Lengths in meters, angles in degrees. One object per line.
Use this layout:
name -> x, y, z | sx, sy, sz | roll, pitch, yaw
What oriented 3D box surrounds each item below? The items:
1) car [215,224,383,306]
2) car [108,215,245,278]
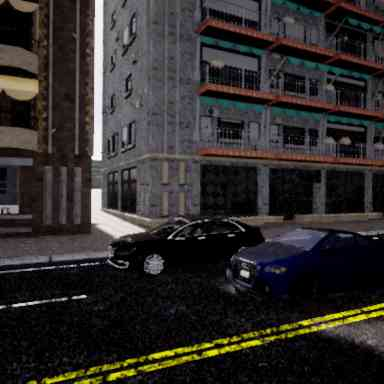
car -> 2.929, 1.556, 7.938 | 4.181, 1.385, 1.994 | 0, 0, -25
car -> -0.052, 1.496, 10.119 | 4.892, 1.490, 1.837 | 0, 0, -25
